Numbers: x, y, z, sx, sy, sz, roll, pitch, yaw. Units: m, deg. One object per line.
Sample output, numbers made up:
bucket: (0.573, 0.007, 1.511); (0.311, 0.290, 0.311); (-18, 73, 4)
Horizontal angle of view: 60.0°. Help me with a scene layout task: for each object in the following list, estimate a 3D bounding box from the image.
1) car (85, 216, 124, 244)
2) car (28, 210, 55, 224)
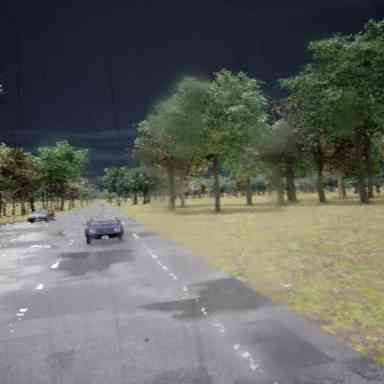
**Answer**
car: (-4.914, 2.005, 18.667); (1.895, 1.301, 4.718); (-2, -1, -15)
car: (-16.741, 2.684, 37.280); (2.033, 1.411, 5.357); (-3, -1, -11)
